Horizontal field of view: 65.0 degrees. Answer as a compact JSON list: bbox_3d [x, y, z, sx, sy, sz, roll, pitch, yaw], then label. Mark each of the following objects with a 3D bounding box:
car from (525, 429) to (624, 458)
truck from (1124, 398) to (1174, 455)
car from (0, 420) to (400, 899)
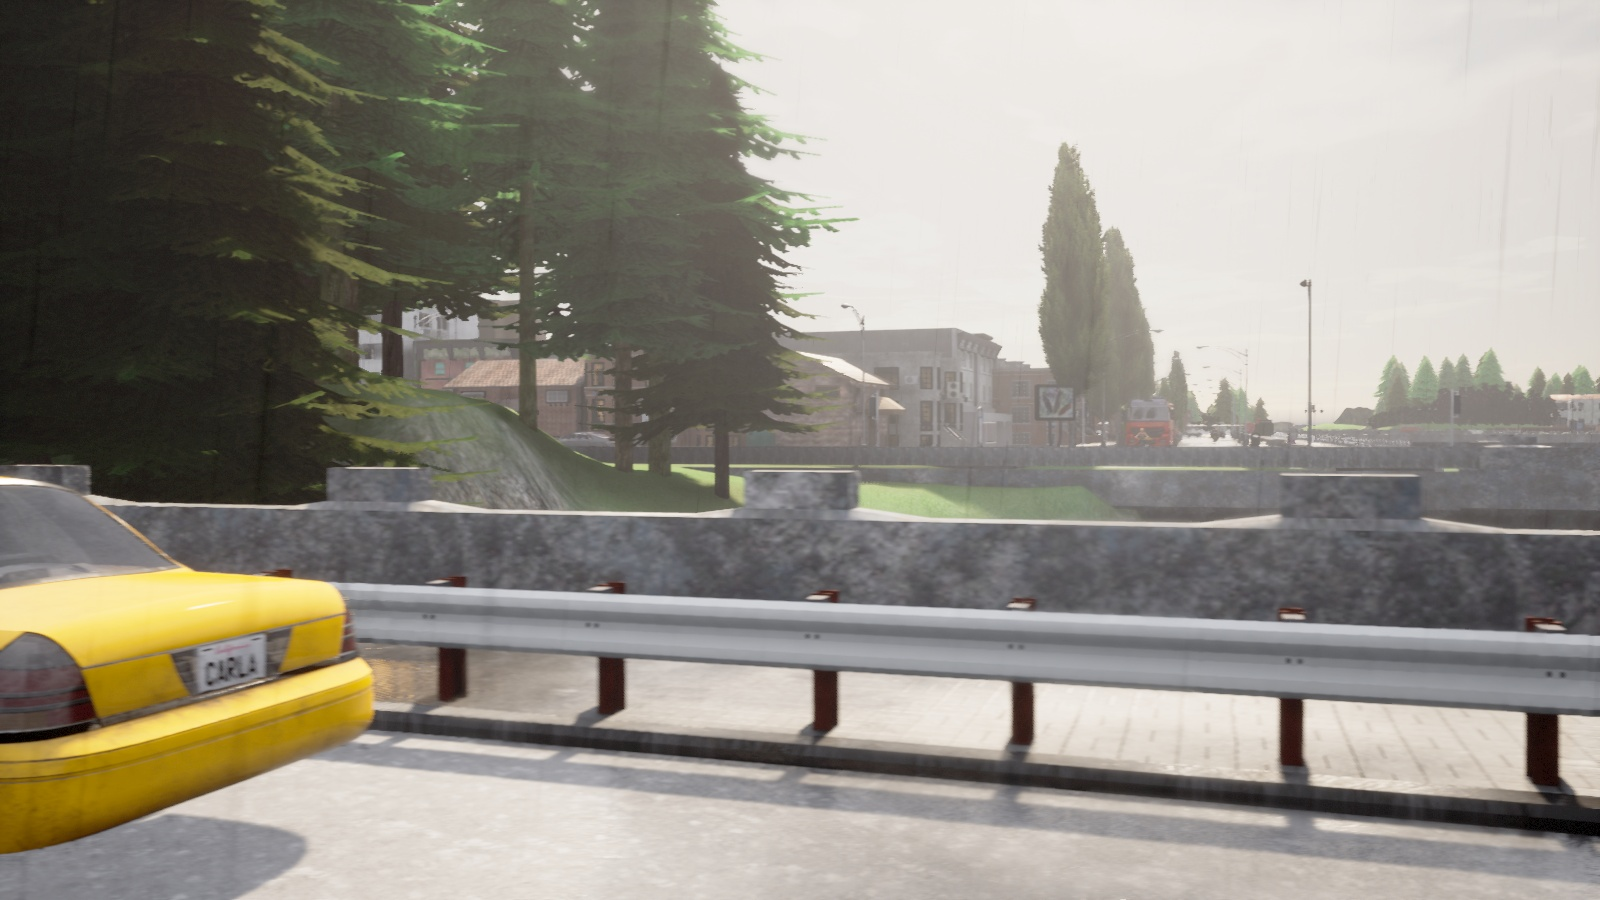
[{"bbox_3d":[-12.302,-0.363,68.608,4.902,1.511,2.128,1,1,19],"label":"car"},{"bbox_3d":[24.635,-1.662,88.350,2.891,3.827,8.468,1,1,19],"label":"truck"},{"bbox_3d":[-4.497,0.665,5.239,5.366,1.575,1.801,1,1,19],"label":"car"}]
